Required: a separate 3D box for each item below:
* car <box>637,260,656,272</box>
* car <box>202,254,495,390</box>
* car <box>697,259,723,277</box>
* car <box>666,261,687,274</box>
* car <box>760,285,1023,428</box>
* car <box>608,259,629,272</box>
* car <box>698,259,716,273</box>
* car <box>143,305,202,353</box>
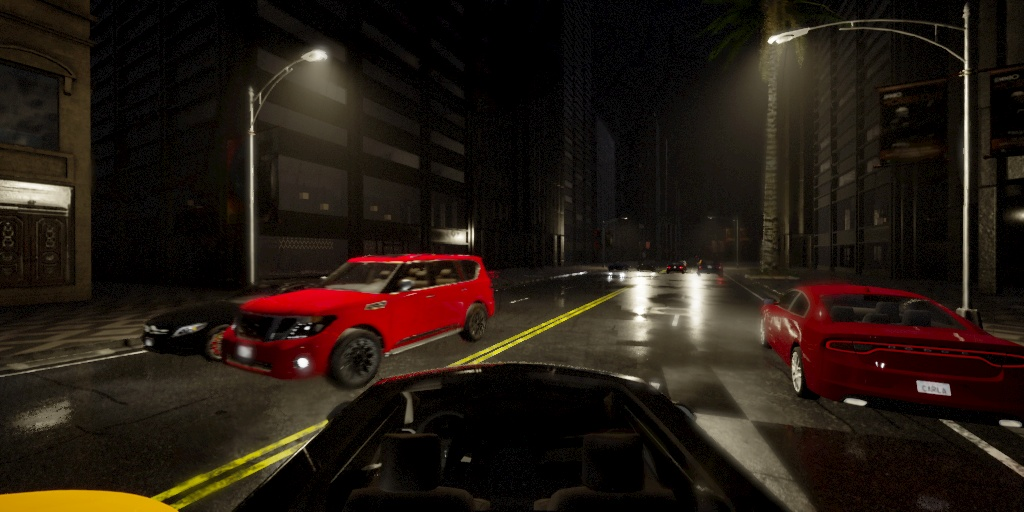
[{"bbox_3d":[16.997,1.217,45.152,1.882,1.535,5.008,0,0,27],"label":"car"},{"bbox_3d":[-2.425,0.974,7.409,2.150,2.045,5.566,0,0,27],"label":"car"},{"bbox_3d":[19.296,1.083,35.002,2.097,1.767,4.553,0,0,27],"label":"car"},{"bbox_3d":[18.657,1.282,40.824,2.033,1.411,5.357,0,0,27],"label":"car"},{"bbox_3d":[5.515,1.219,5.928,1.882,1.535,5.008,0,0,27],"label":"car"},{"bbox_3d":[13.504,1.344,45.452,1.895,1.301,4.718,0,0,27],"label":"car"},{"bbox_3d":[23.724,1.208,43.725,1.882,1.535,5.008,0,0,28],"label":"car"},{"bbox_3d":[-5.486,1.283,8.534,1.812,1.442,4.674,0,0,27],"label":"car"}]
